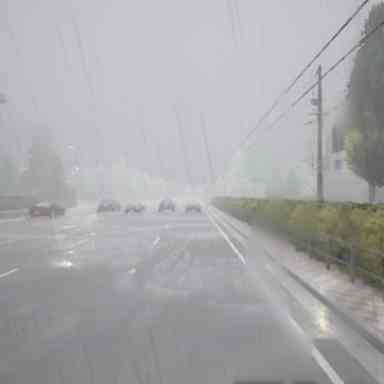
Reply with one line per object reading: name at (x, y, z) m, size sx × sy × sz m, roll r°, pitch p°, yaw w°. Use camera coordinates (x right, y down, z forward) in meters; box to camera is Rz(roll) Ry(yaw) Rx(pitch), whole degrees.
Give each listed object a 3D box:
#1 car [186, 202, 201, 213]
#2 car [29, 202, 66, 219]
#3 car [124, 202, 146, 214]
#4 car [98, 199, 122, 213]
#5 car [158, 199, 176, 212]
car at (0.188, 1.938, 42.738) m, size 1.895 × 1.301 × 4.718 m, roll 0°, pitch 0°, yaw 0°
car at (-13.833, 1.699, 32.178) m, size 1.882 × 1.535 × 5.008 m, roll 0°, pitch 0°, yaw 0°
car at (-6.818, 1.903, 40.402) m, size 1.895 × 1.301 × 4.718 m, roll 0°, pitch 0°, yaw 0°
car at (-10.314, 1.657, 41.925) m, size 2.097 × 1.767 × 4.553 m, roll 0°, pitch -1°, yaw 0°
car at (-3.305, 1.697, 44.994) m, size 2.097 × 1.767 × 4.553 m, roll 0°, pitch -1°, yaw 0°
